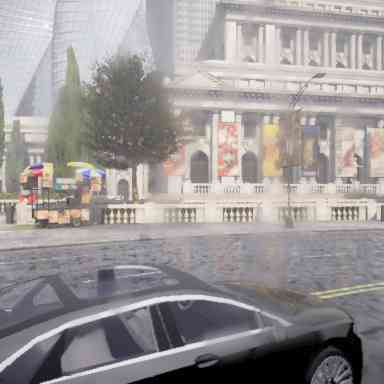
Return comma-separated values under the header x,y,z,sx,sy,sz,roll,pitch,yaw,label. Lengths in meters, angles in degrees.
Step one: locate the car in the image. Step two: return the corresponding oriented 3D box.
x,y,z,sx,sy,sz,roll,pitch,yaw,label
-0.381,1.492,3.193,4.902,1.511,2.128,0,0,-32,car
